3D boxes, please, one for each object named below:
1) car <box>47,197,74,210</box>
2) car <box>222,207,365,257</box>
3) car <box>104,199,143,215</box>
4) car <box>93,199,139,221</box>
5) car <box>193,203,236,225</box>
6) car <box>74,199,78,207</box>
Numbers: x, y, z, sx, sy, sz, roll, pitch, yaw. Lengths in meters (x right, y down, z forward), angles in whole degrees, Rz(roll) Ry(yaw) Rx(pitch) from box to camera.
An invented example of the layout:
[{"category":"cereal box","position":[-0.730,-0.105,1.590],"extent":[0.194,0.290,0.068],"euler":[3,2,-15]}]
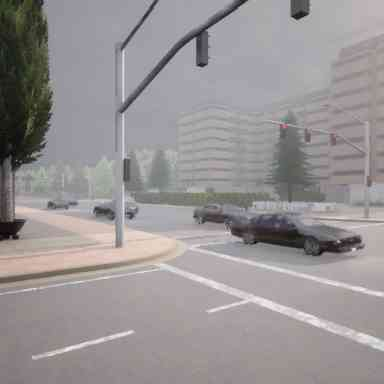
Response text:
[{"category":"car","position":[-16.981,1.506,42.155],"extent":[1.837,1.490,4.892],"euler":[0,0,-36]},{"category":"car","position":[3.881,1.548,13.347],"extent":[2.033,1.411,5.357],"euler":[0,0,-36]},{"category":"car","position":[-7.176,1.491,34.519],"extent":[2.128,1.511,4.902],"euler":[0,0,-36]},{"category":"car","position":[-6.586,1.547,27.719],"extent":[2.033,1.411,5.357],"euler":[0,0,-36]},{"category":"car","position":[2.037,1.492,21.886],"extent":[2.128,1.511,4.902],"euler":[0,0,-38]},{"category":"car","position":[-18.895,1.477,50.880],"extent":[1.882,1.535,5.008],"euler":[0,0,-35]}]
